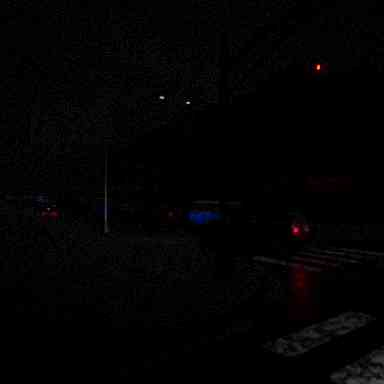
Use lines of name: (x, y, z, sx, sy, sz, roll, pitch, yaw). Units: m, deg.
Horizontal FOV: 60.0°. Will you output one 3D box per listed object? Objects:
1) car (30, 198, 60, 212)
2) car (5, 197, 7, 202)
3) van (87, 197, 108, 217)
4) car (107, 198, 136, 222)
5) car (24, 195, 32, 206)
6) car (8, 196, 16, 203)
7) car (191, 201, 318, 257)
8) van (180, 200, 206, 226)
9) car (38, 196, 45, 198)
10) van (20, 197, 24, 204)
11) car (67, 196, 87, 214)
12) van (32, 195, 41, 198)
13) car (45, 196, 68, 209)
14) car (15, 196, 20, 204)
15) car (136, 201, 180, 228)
car: (-18.438, 1.733, 41.567, 1.895, 1.301, 4.718, 0, 0, -35)
car: (-43.691, 1.814, 80.908, 1.752, 1.417, 4.829, 0, 0, -36)
van: (-8.303, 1.433, 31.961, 1.690, 1.788, 3.998, 0, 0, -36)
car: (-5.095, 1.515, 27.524, 1.967, 1.590, 4.097, 0, 0, -36)
car: (-27.551, 1.514, 58.584, 2.192, 1.841, 5.009, 0, 0, -36)
car: (-40.383, 1.711, 76.333, 1.967, 1.590, 4.097, 0, 0, -36)
car: (2.500, 1.378, 13.286, 4.553, 1.767, 2.097, 0, -1, 40)
van: (1.321, 1.385, 18.650, 1.690, 1.788, 3.998, 0, 0, -36)
car: (-21.135, 1.714, 49.709, 2.008, 1.369, 4.403, 0, 0, -36)
van: (-30.759, 1.558, 63.021, 1.690, 1.788, 3.998, 0, 0, -36)
car: (-11.511, 1.425, 36.396, 2.192, 1.841, 5.009, 0, 0, -36)
van: (-24.343, 1.523, 54.147, 1.690, 1.788, 3.998, 0, 0, -36)
car: (-17.928, 1.461, 45.273, 2.192, 1.841, 5.009, 0, 0, -36)
car: (-34.067, 1.761, 67.596, 1.752, 1.417, 4.829, 0, 0, -36)
car: (-1.887, 1.499, 23.087, 1.967, 1.590, 4.097, 0, 0, -36)
